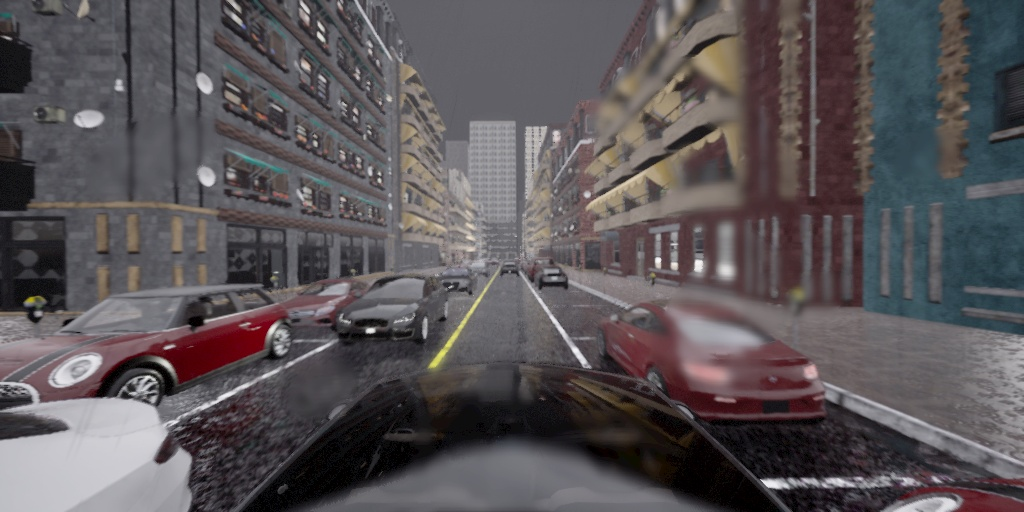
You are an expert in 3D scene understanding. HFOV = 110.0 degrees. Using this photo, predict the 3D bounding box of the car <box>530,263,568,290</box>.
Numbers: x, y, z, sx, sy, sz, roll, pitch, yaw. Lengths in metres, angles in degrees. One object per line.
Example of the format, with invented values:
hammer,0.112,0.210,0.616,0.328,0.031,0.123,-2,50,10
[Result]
car,2.379,1.283,22.204,1.948,1.339,4.313,0,0,-1

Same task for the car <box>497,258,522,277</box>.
car,-0.229,1.229,35.853,1.837,1.490,4.892,0,0,-1

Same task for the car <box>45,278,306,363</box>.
car,-5.331,1.223,5.456,1.967,1.591,4.097,0,0,-1

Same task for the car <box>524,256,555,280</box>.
car,2.323,1.028,27.753,2.192,1.841,5.009,0,0,-1

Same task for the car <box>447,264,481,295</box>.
car,-3.002,1.320,19.684,1.994,1.385,4.181,0,0,0

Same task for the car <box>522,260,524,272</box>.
car,2.266,1.259,33.301,2.007,1.370,4.403,0,0,-1

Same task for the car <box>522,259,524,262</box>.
car,2.209,1.286,38.850,1.802,1.307,4.207,0,0,-1

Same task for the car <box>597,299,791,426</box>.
car,2.553,1.312,5.558,1.802,1.307,4.207,0,0,-1

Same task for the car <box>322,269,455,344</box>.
car,-2.913,1.268,9.737,1.837,1.490,4.892,0,0,-1

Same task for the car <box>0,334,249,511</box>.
car,-2.829,1.296,0.232,1.812,1.442,4.674,0,0,1

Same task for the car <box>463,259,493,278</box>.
car,-3.072,1.271,33.291,1.812,1.442,4.674,0,0,0

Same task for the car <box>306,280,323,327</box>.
car,-5.388,1.361,11.005,1.802,1.307,4.207,0,0,-1

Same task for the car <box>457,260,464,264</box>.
car,-5.727,1.193,44.298,1.967,1.591,4.097,0,0,-1
